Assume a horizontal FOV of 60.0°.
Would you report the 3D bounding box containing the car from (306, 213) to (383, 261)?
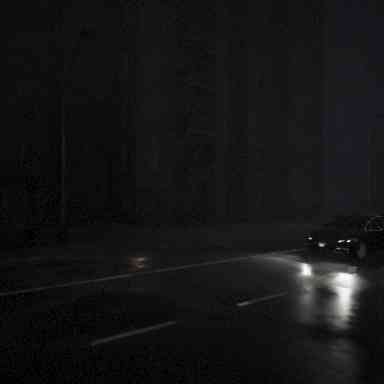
[{"bbox_3d":[6.459,1.601,12.910,4.892,1.490,1.837,0,0,-35],"label":"car"}]
